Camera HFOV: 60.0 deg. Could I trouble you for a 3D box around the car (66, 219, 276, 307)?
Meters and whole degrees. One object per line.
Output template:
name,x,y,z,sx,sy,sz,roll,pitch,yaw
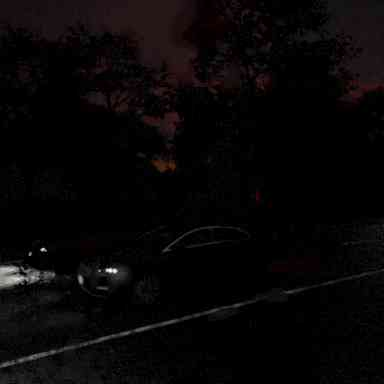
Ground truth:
car,-0.159,1.471,7.966,4.902,1.511,2.128,0,0,-33

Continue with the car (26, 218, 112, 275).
car,-2.828,1.538,10.371,4.181,1.385,1.994,0,0,-34
